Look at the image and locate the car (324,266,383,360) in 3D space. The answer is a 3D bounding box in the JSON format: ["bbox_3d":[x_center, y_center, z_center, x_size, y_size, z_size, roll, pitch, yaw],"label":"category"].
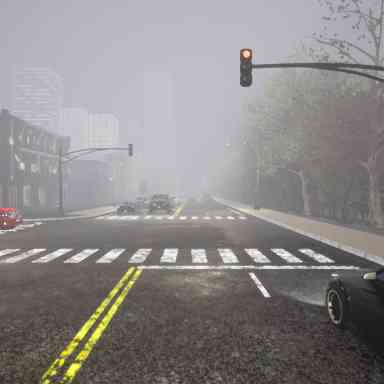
[{"bbox_3d":[3.350,1.563,4.279,1.994,1.385,4.181,0,0,0],"label":"car"}]

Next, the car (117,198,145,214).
[{"bbox_3d":[-6.592,1.590,35.338,1.895,1.301,4.718,0,0,1],"label":"car"}]

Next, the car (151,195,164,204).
[{"bbox_3d":[-6.525,1.455,63.737,1.882,1.535,5.008,0,0,1],"label":"car"}]

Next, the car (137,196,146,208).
[{"bbox_3d":[-6.571,1.338,44.249,2.097,1.767,4.553,0,0,0],"label":"car"}]

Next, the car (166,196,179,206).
[{"bbox_3d":[-3.311,1.458,56.524,1.882,1.535,5.008,0,0,0],"label":"car"}]

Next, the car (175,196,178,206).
[{"bbox_3d":[-3.318,1.511,46.280,1.812,1.442,4.674,0,0,0],"label":"car"}]

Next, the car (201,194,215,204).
[{"bbox_3d":[3.378,1.577,65.332,1.895,1.301,4.718,0,0,0],"label":"car"}]

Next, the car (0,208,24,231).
[{"bbox_3d":[-12.761,1.334,19.003,5.566,2.045,2.150,-1,1,-3],"label":"car"}]

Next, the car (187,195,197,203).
[{"bbox_3d":[0.026,1.467,66.482,2.128,1.511,4.902,0,0,0],"label":"car"}]

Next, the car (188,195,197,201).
[{"bbox_3d":[0.031,1.342,76.901,2.033,1.411,5.357,0,0,0],"label":"car"}]

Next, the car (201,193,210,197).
[{"bbox_3d":[3.283,1.195,76.898,2.150,2.045,5.566,0,0,0],"label":"car"}]

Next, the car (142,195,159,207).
[{"bbox_3d":[-6.566,1.334,53.138,2.097,1.767,4.553,0,0,0],"label":"car"}]

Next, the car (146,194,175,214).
[{"bbox_3d":[-3.324,1.211,36.290,2.150,2.045,5.566,0,0,0],"label":"car"}]
